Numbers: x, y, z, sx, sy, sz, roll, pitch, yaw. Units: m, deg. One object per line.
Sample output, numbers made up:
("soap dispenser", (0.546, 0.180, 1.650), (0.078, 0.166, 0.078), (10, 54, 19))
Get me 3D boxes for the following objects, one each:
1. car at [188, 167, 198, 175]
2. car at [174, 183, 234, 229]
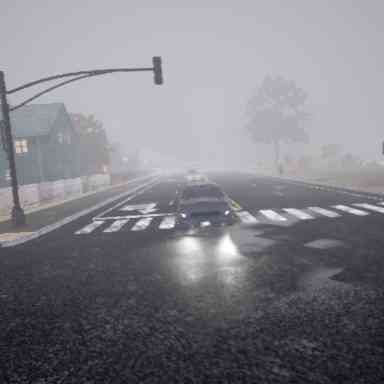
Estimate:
("car", (0.121, -3.940, 62.458), (1.895, 1.301, 4.718), (-4, 5, 0))
("car", (0.395, 0.368, 12.895), (2.033, 1.411, 5.357), (-4, 5, 0))
